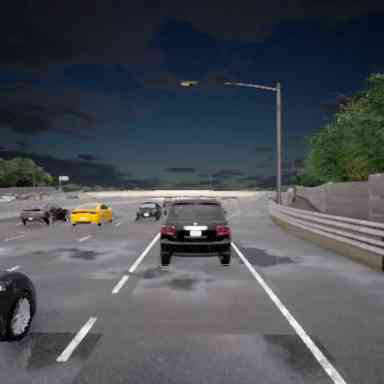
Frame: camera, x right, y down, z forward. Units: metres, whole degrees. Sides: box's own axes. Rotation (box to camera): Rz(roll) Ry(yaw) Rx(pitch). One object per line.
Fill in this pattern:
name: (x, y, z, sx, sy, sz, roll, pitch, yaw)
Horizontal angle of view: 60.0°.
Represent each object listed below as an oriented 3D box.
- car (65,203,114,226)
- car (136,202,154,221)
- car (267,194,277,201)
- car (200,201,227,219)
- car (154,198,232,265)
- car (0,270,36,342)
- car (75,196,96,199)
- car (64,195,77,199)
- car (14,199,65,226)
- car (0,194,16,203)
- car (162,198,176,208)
car: (-6.898, 1.511, 23.502, 1.882, 1.535, 5.008, 0, 0, 0)
car: (-3.498, 1.565, 27.794, 1.812, 1.442, 4.674, 0, 0, 0)
car: (20.562, 1.671, 86.305, 1.895, 1.301, 4.718, -1, 1, 17)
car: (2.087, 1.608, 30.934, 1.994, 1.385, 4.181, 0, 0, 11)
car: (0.128, 1.239, 11.918, 2.150, 2.045, 5.566, 0, 0, 1)
car: (-3.500, 1.510, 3.598, 1.837, 1.490, 4.892, 0, 0, 0)
car: (-24.495, 2.057, 76.963, 2.128, 1.511, 4.902, 0, -1, 0)
car: (-27.995, 1.757, 76.938, 2.150, 2.045, 5.566, 0, -1, 0)
car: (-10.399, 1.526, 23.864, 2.128, 1.511, 4.902, 0, 0, 0)
car: (-41.387, 1.387, 74.997, 2.150, 2.045, 5.566, 1, 0, -16)
car: (-3.497, 1.682, 50.844, 1.812, 1.442, 4.674, 0, -1, 0)
